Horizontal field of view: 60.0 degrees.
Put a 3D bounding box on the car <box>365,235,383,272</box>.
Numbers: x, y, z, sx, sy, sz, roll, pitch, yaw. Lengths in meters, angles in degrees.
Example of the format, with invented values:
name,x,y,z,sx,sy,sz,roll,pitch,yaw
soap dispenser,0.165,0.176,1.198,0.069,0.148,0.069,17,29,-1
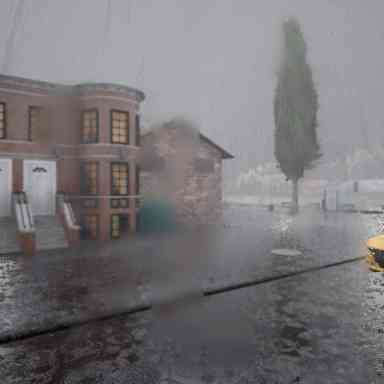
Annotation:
name,x,y,z,sx,sy,sz,roll,pitch,yaw
car,6.913,1.448,9.506,5.008,1.535,1.882,0,0,-35
